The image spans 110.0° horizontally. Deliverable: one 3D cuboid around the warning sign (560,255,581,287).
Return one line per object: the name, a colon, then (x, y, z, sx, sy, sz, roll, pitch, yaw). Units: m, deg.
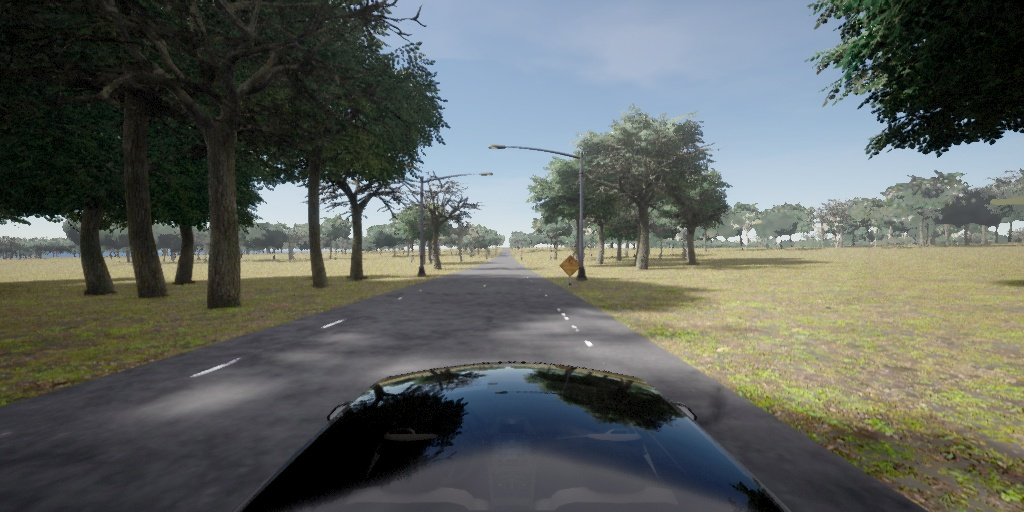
warning sign: (3.487, 0.879, 21.633, 1.300, 1.860, 1.060, 0, 0, -1)
